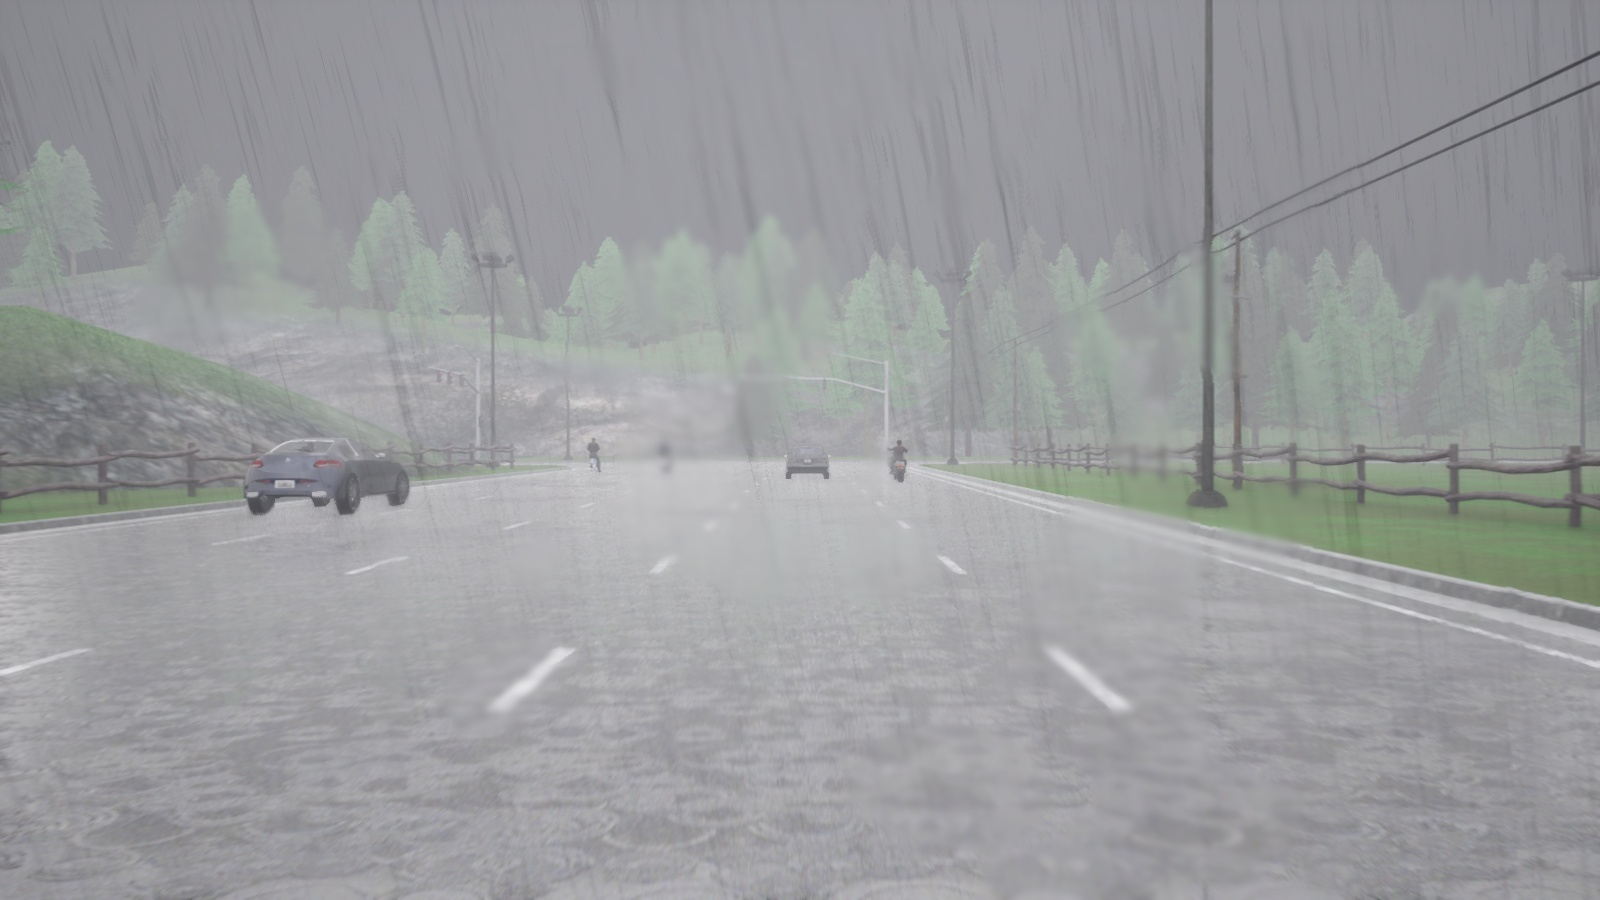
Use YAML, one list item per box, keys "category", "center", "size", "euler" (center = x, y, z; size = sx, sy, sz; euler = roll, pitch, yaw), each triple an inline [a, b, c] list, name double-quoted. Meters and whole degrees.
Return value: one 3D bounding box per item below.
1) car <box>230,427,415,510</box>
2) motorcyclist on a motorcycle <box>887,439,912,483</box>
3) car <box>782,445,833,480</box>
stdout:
- category: "car"
  center: [-10.328, 0.353, 27.651]
  size: [2.152, 1.651, 5.027]
  euler: [0, 0, 0]
- category: "motorcyclist on a motorcycle"
  center: [3.787, 0.416, 47.940]
  size: [0.766, 1.649, 2.350]
  euler: [0, 0, 0]
- category: "car"
  center: [0.315, 0.480, 53.045]
  size: [2.033, 1.411, 5.357]
  euler: [0, 0, 0]
